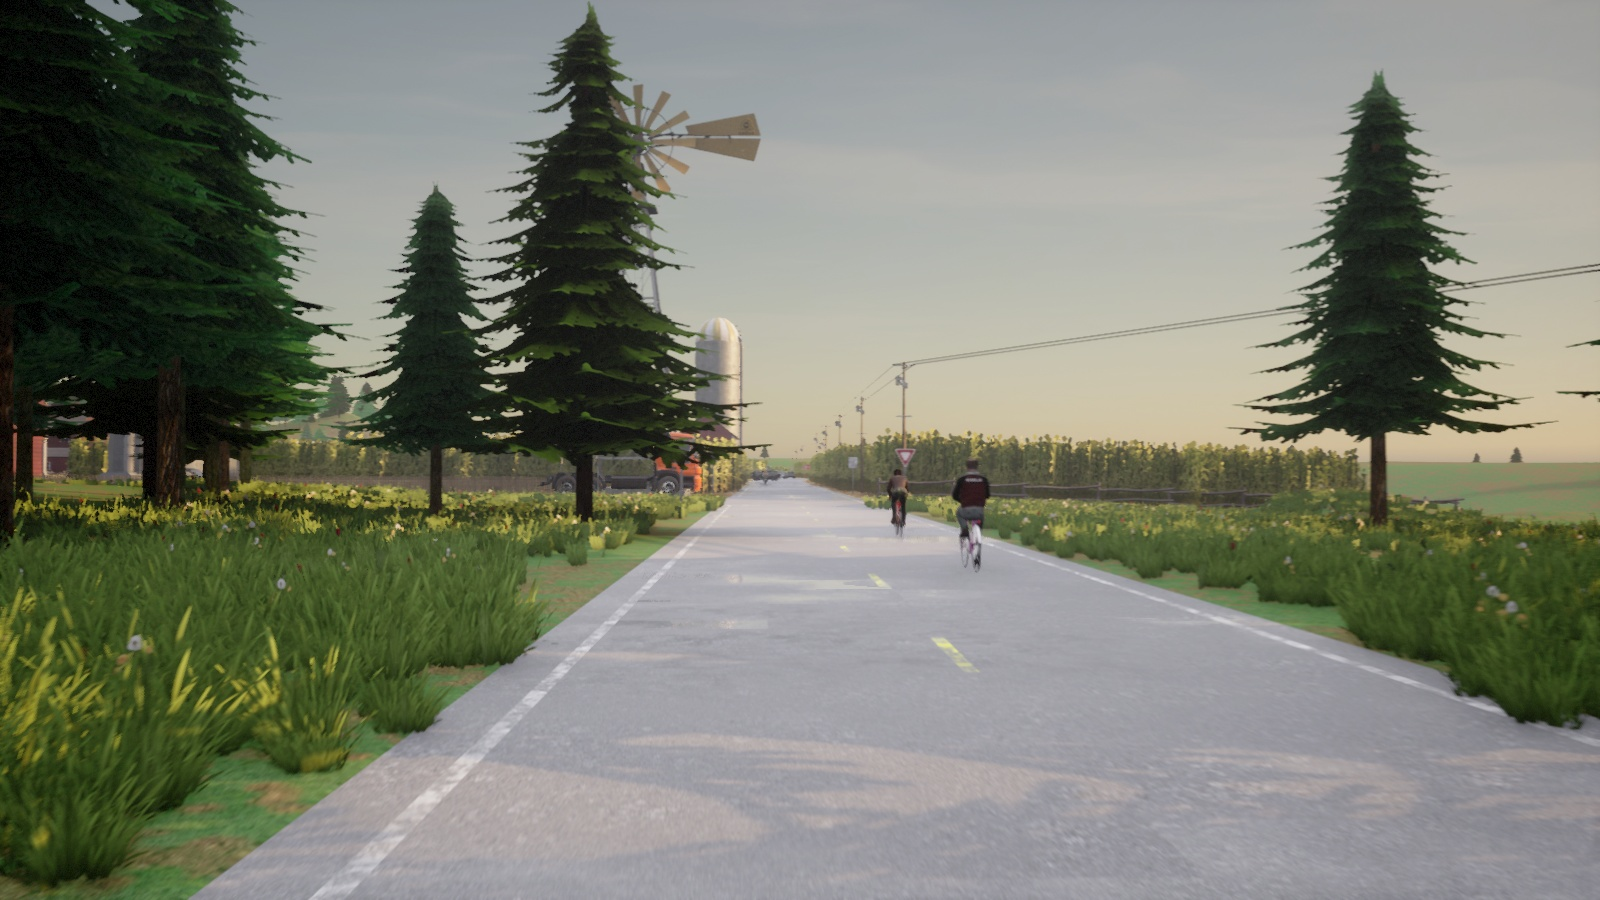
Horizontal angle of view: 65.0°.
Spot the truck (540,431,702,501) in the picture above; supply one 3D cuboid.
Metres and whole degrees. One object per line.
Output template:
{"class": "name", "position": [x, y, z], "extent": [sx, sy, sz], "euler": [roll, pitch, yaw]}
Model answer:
{"class": "truck", "position": [-9.062, 0.811, 63.710], "extent": [7.936, 3.462, 2.891], "euler": [0, -1, -9]}

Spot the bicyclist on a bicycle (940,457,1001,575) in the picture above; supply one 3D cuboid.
{"class": "bicyclist on a bicycle", "position": [2.664, 1.004, 19.813], "extent": [0.659, 1.776, 1.843], "euler": [0, -1, -2]}

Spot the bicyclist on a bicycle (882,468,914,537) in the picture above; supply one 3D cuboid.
{"class": "bicyclist on a bicycle", "position": [2.368, 1.266, 30.477], "extent": [0.582, 1.620, 1.656], "euler": [0, -1, -2]}
